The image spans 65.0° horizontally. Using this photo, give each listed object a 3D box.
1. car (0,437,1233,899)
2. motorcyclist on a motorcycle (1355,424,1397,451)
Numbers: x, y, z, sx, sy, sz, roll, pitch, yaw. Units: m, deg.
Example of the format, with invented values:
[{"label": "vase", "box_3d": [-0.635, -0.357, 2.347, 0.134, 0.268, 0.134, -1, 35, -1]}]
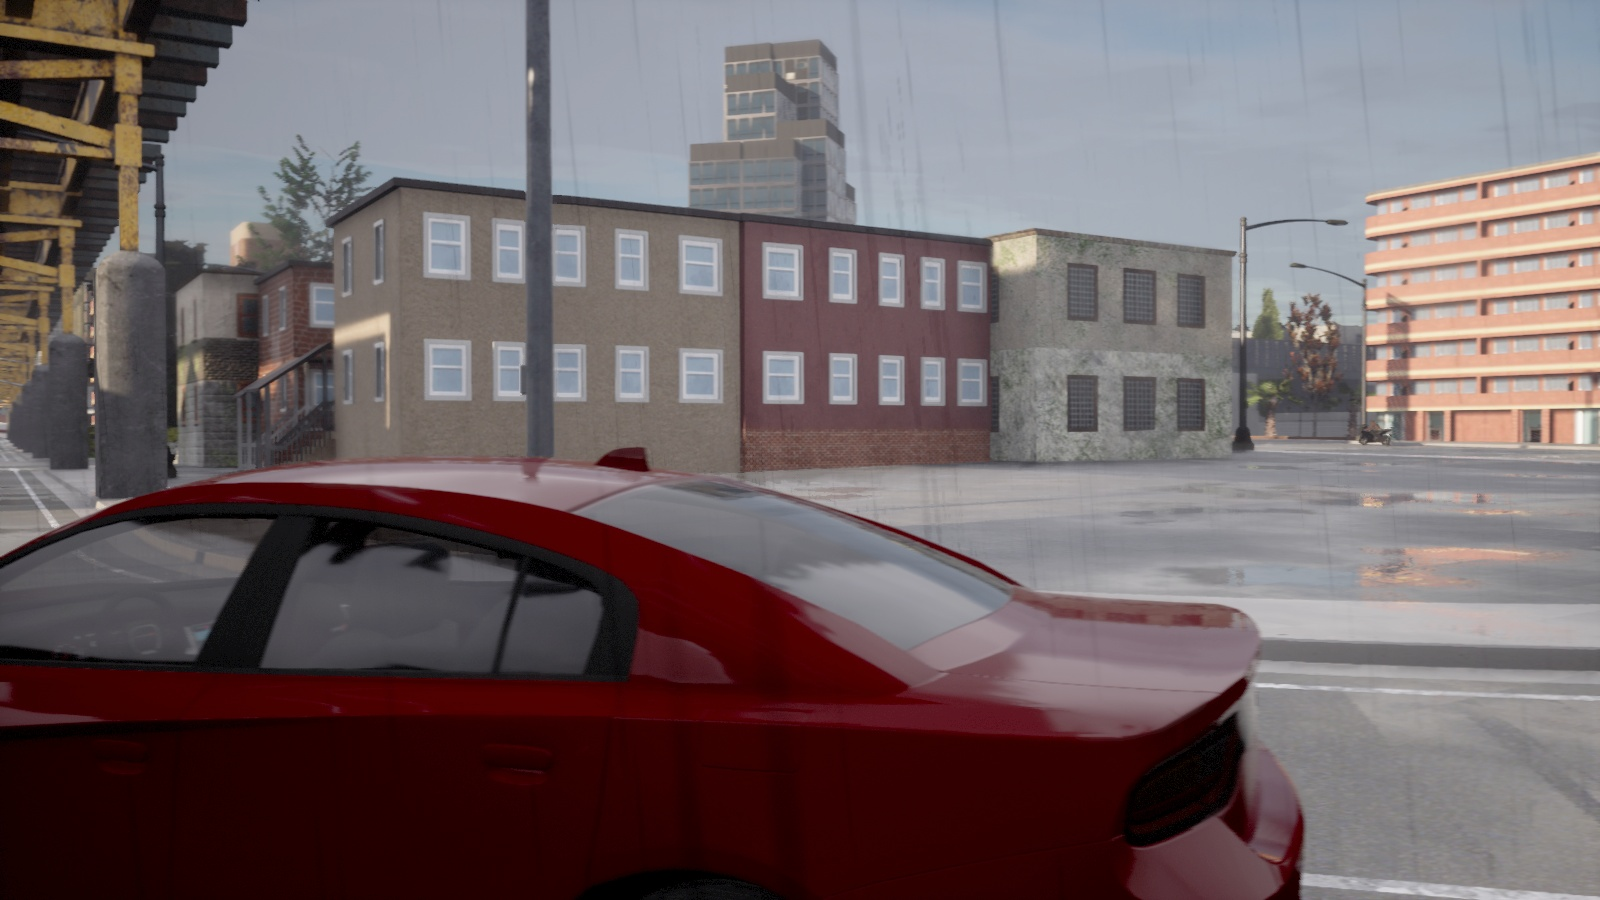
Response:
[{"label": "car", "box_3d": [-1.390, 0.746, 3.681, 5.008, 1.535, 1.882, 1, 1, 19]}, {"label": "motorcyclist on a motorcycle", "box_3d": [33.206, -0.742, 72.415, 0.797, 1.523, 2.044, 0, 2, -33]}]
